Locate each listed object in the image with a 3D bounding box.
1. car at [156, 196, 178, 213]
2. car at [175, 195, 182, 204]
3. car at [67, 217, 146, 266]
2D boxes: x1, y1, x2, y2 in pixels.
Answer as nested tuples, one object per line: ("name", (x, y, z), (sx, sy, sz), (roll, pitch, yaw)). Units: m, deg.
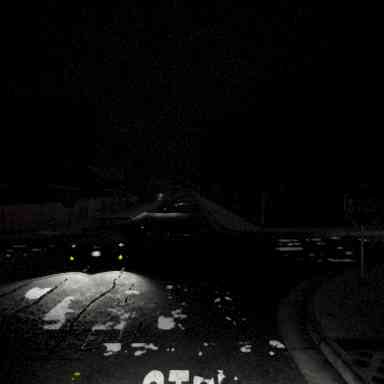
("car", (-2.850, 1.543, 37.395), (1.837, 1.490, 4.892), (0, 1, 0))
("car", (-2.920, 1.417, 63.164), (1.837, 1.490, 4.892), (0, 1, 0))
("car", (-2.797, 1.601, 11.658), (1.994, 1.385, 4.181), (-1, 0, 0))
